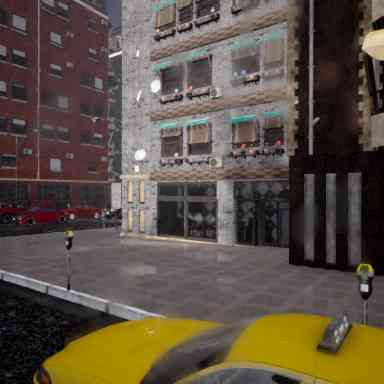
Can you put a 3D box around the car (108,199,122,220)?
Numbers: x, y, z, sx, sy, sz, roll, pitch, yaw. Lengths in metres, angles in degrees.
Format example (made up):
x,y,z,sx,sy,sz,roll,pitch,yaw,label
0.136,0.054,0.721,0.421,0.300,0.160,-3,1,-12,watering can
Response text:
x,y,z,sx,sy,sz,roll,pitch,yaw,label
-6.448,1.682,33.995,2.150,2.045,5.566,0,-1,35,car

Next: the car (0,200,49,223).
x,y,z,sx,sy,sz,roll,pitch,yaw,label
-14.151,1.591,27.650,2.192,1.841,5.009,-1,-2,35,car

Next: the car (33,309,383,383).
x,y,z,sx,sy,sz,roll,pitch,yaw,label
0.736,1.525,2.350,4.829,1.417,1.752,0,0,36,car

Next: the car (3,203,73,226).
x,y,z,sx,sy,sz,roll,pitch,yaw,label
-12.004,1.851,26.174,1.994,1.385,4.181,0,-1,35,car

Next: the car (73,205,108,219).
x,y,z,sx,sy,sz,roll,pitch,yaw,label
-10.854,1.924,32.288,1.887,1.381,4.507,-1,-2,35,car
